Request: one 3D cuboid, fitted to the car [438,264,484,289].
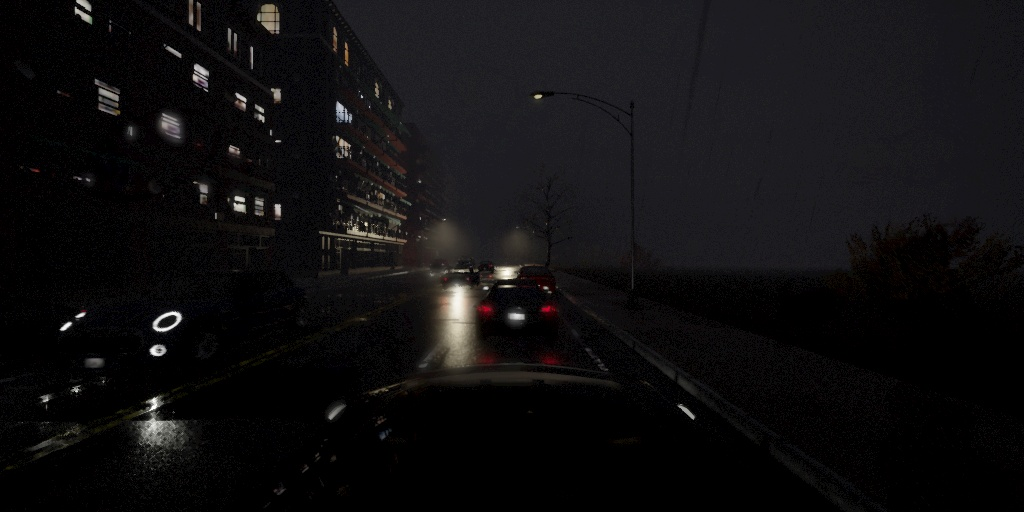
[{"bbox_3d":[-3.122,1.353,22.704,1.895,1.301,4.718,0,0,0],"label":"car"}]

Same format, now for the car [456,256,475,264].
[{"bbox_3d":[-6.536,0.972,51.229,2.150,2.045,5.566,0,0,0],"label":"car"}]

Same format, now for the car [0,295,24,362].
[{"bbox_3d":[-9.846,1.314,5.775,1.994,1.385,4.181,0,0,0],"label":"car"}]

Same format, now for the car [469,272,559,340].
[{"bbox_3d":[0.111,1.315,9.942,1.994,1.385,4.181,0,0,0],"label":"car"}]

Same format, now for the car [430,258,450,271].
[{"bbox_3d":[-9.788,1.103,48.898,2.097,1.767,4.553,0,0,0],"label":"car"}]

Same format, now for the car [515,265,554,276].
[{"bbox_3d":[1.158,1.230,18.862,1.882,1.535,5.008,0,0,0],"label":"car"}]

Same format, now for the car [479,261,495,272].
[{"bbox_3d":[-3.101,1.278,43.391,1.812,1.442,4.674,0,0,0],"label":"car"}]

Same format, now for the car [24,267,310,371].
[{"bbox_3d":[-6.594,1.103,7.915,2.097,1.767,4.553,0,0,0],"label":"car"}]
